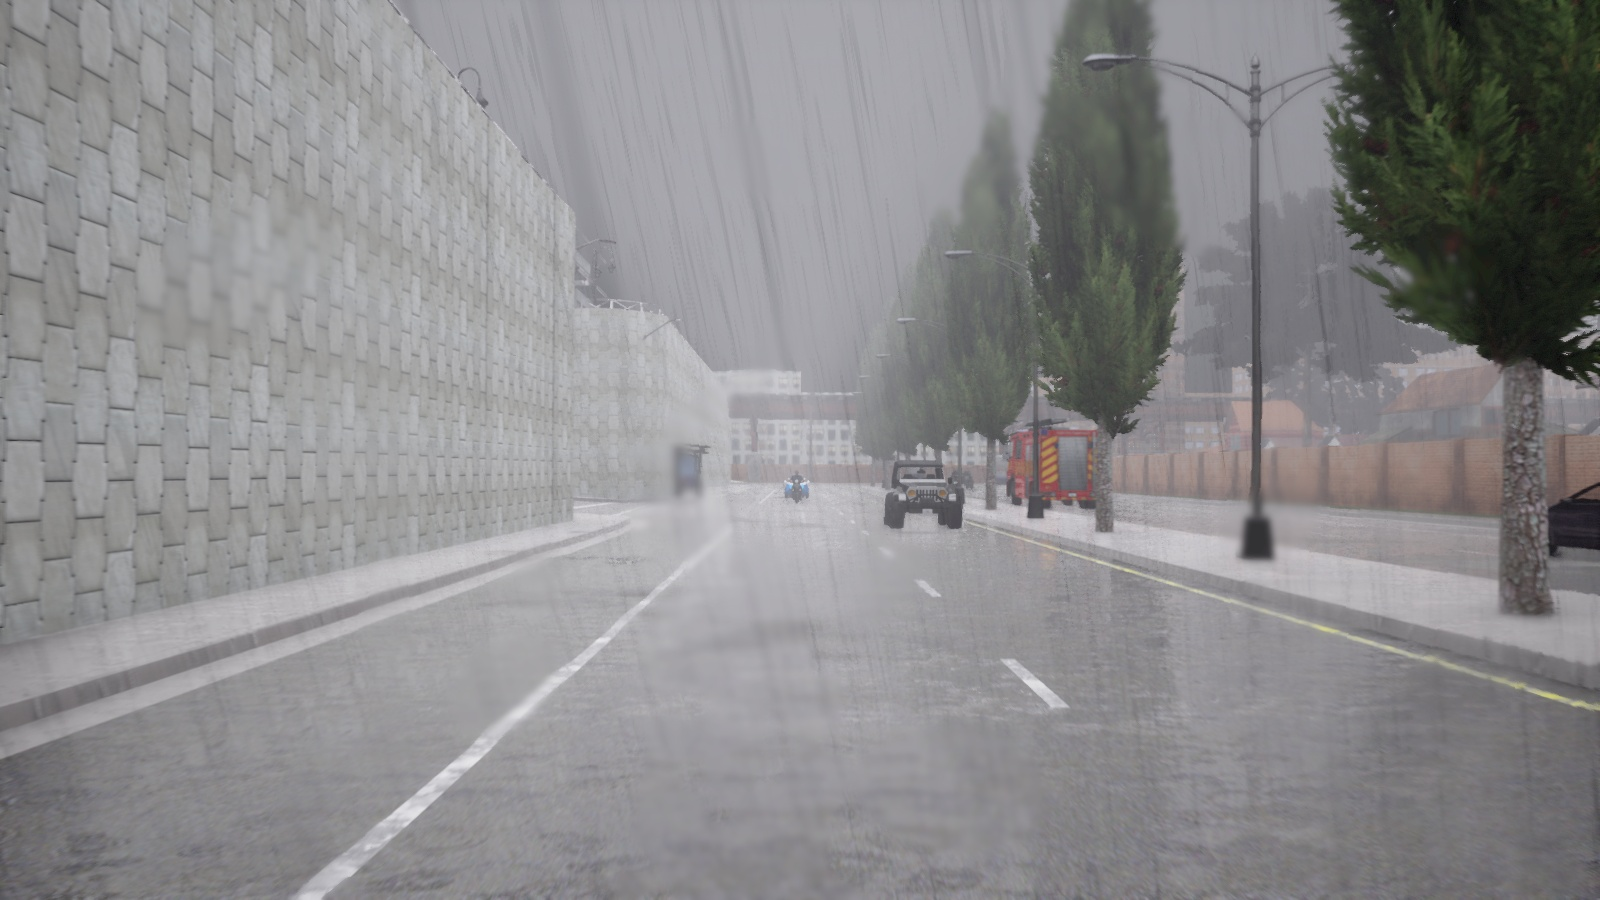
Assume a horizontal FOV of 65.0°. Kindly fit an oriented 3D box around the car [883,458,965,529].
[{"bbox_3d":[3.414,1.187,35.258,1.905,1.878,3.866,0,-1,0],"label":"car"}]

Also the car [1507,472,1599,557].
[{"bbox_3d":[14.945,1.150,22.802,1.816,1.474,4.193,0,-1,0],"label":"car"}]

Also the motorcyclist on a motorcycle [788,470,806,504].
[{"bbox_3d":[-0.147,1.780,60.393,0.866,1.590,1.817,0,-1,0],"label":"motorcyclist on a motorcycle"}]

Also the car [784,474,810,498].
[{"bbox_3d":[-0.168,2.086,72.604,1.481,1.376,2.207,0,-1,0],"label":"car"}]

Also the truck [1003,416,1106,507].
[{"bbox_3d":[11.358,0.556,56.822,2.891,3.827,8.468,0,-1,0],"label":"truck"}]
